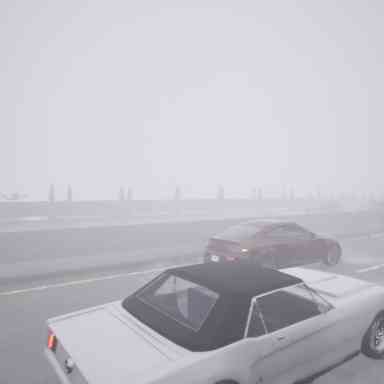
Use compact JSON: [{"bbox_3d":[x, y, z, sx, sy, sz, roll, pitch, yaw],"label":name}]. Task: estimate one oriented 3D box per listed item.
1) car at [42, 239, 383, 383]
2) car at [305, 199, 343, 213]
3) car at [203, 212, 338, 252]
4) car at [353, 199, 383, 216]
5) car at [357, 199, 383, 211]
[{"bbox_3d":[0.774,1.601,4.300,4.718,1.301,1.895,0,0,-36],"label":"car"},{"bbox_3d":[13.891,1.506,34.900,4.892,1.490,1.837,0,0,-34],"label":"car"},{"bbox_3d":[2.461,1.526,9.800,4.674,1.442,1.812,0,0,-35],"label":"car"},{"bbox_3d":[18.819,1.493,33.990,4.902,1.511,2.128,0,0,-34],"label":"car"},{"bbox_3d":[15.989,1.506,27.881,4.892,1.490,1.837,0,0,-34],"label":"car"}]
